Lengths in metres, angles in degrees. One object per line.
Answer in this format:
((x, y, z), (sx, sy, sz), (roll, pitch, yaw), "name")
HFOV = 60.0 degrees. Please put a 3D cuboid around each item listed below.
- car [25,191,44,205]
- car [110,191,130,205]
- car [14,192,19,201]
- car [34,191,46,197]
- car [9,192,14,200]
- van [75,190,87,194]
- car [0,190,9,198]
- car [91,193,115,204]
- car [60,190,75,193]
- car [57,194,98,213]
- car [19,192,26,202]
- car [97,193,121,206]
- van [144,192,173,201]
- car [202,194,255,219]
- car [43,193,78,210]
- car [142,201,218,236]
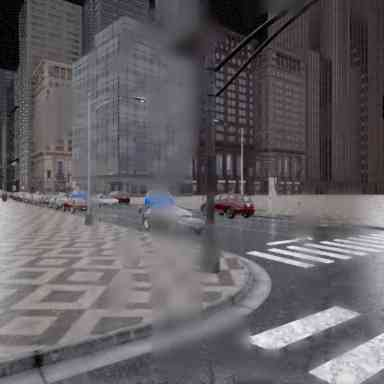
((-20.038, 0.940, 43.655), (2.008, 1.369, 4.403), (1, 0, -36), "car")
((-9.919, 0.765, 44.155), (2.192, 1.841, 5.009), (1, 0, -35), "car")
((-26.377, 0.702, 52.543), (1.967, 1.590, 4.097), (1, 0, -36), "car")
((-38.461, 0.495, 84.155), (1.887, 1.381, 4.507), (0, 0, -36), "car")
((-29.550, 0.748, 56.987), (1.887, 1.381, 4.507), (1, 0, -36), "car")
((-19.433, 0.598, 57.489), (1.690, 1.788, 3.998), (1, 0, -35), "van")
((-39.062, 0.611, 70.319), (1.947, 1.339, 4.313), (1, 0, -36), "car")
((-13.094, 0.934, 48.600), (2.008, 1.369, 4.403), (1, 0, -35), "car")
((-21.860, 0.778, 56.445), (1.812, 1.442, 4.674), (0, 1, -35), "car")
((-10.526, 1.139, 30.323), (1.887, 1.381, 4.507), (1, 0, -35), "car")
((-23.209, 0.875, 48.100), (2.008, 1.369, 4.403), (1, 0, -35), "car")
((-10.969, 1.075, 41.186), (1.895, 1.301, 4.718), (0, 1, -36), "car")
((-3.577, 0.930, 35.266), (1.690, 1.788, 3.998), (1, 0, -35), "van")
((2.765, 1.049, 26.377), (2.192, 1.841, 5.009), (1, 0, -35), "car")
((-13.696, 1.074, 34.766), (2.008, 1.369, 4.403), (1, 0, -35), "car")
((-1.015, 1.366, 16.991), (2.008, 1.369, 4.403), (1, 0, -35), "car")
